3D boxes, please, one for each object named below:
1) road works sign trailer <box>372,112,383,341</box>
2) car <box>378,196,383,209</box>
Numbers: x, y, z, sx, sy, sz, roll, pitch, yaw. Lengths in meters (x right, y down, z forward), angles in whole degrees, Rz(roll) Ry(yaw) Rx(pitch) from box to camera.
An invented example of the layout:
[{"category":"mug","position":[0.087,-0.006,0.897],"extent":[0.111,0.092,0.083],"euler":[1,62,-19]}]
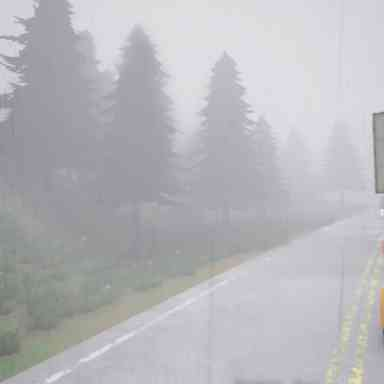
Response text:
[{"category":"road works sign trailer","position":[4.141,0.379,4.996],"extent":[2.380,3.560,2.880],"euler":[-2,-1,32]},{"category":"car","position":[23.109,1.212,39.324],"extent":[2.033,1.411,5.357],"euler":[-2,-1,29]}]
